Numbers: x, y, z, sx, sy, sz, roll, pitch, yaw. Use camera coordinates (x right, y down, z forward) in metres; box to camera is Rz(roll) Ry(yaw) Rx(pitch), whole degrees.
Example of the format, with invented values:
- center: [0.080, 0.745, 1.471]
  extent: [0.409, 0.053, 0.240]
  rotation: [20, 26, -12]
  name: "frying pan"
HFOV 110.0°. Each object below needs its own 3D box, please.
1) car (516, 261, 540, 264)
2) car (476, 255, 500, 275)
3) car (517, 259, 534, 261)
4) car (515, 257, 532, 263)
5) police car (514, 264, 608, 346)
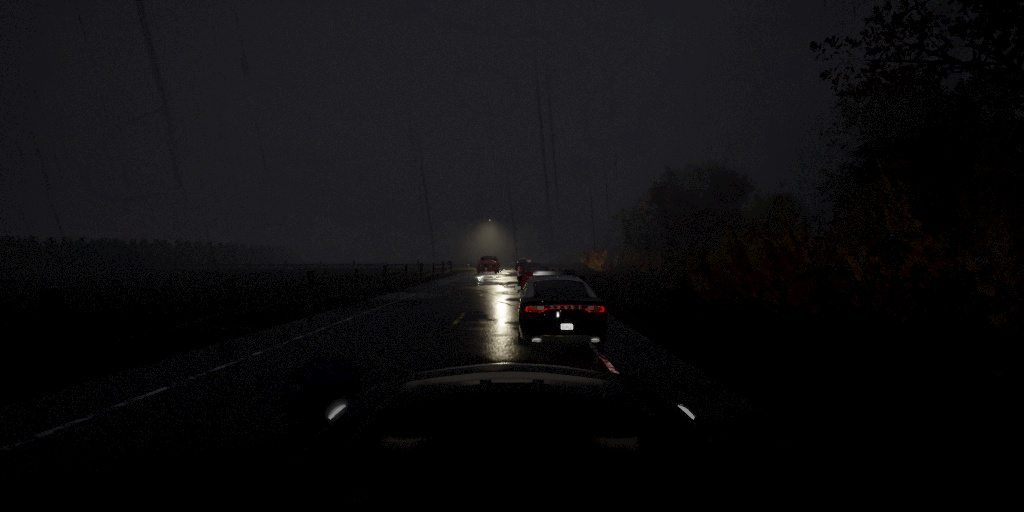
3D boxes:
- center: [1.265, 1.222, 19.432]
  extent: [1.882, 1.535, 5.008]
  rotation: [0, 0, 1]
  name: "car"
- center: [-2.553, 0.951, 39.556]
  extent: [2.150, 2.045, 5.566]
  rotation: [0, 0, 2]
  name: "car"
- center: [1.421, 1.219, 25.410]
  extent: [1.882, 1.535, 5.008]
  rotation: [0, 0, 2]
  name: "car"
- center: [1.444, 1.228, 49.164]
  extent: [1.837, 1.490, 4.892]
  rotation: [0, 0, 4]
  name: "car"
- center: [1.098, 1.173, 9.576]
  extent: [1.930, 1.638, 5.238]
  rotation: [0, 0, 1]
  name: "police car"
